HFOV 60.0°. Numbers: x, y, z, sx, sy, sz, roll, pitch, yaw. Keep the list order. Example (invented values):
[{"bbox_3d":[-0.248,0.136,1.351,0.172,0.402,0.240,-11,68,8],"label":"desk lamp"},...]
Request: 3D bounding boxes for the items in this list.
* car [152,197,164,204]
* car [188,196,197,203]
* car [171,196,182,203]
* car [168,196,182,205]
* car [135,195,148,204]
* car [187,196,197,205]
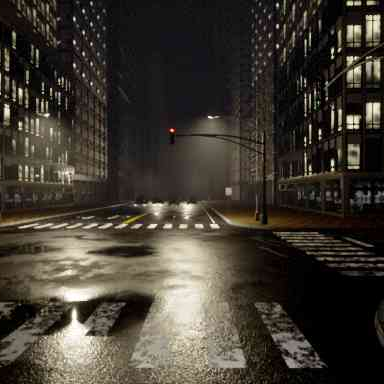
[{"bbox_3d":[-6.474,1.679,64.271,1.994,1.385,4.181,0,0,0],"label":"car"},{"bbox_3d":[0.029,1.583,70.548,1.895,1.301,4.718,0,0,0],"label":"car"},{"bbox_3d":[-3.222,1.522,70.103,1.994,1.385,4.181,0,0,0],"label":"car"},{"bbox_3d":[-3.226,1.646,59.684,2.033,1.411,5.357,0,0,0],"label":"car"},{"bbox_3d":[-9.724,1.468,64.302,2.097,1.767,4.553,0,0,0],"label":"car"},{"bbox_3d":[0.024,1.648,60.100,2.033,1.411,5.357,0,0,0],"label":"car"}]
